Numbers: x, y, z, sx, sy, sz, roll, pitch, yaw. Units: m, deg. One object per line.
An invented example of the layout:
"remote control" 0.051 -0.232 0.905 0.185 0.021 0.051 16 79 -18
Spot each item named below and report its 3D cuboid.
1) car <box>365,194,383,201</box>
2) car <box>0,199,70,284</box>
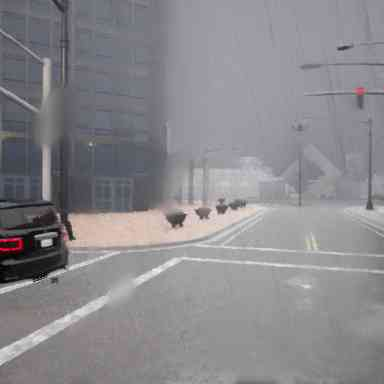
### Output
"car" 44.946 1.386 82.054 1.837 1.490 4.892 0 0 -24
"car" -5.679 1.191 7.983 5.566 2.045 2.150 0 0 18
